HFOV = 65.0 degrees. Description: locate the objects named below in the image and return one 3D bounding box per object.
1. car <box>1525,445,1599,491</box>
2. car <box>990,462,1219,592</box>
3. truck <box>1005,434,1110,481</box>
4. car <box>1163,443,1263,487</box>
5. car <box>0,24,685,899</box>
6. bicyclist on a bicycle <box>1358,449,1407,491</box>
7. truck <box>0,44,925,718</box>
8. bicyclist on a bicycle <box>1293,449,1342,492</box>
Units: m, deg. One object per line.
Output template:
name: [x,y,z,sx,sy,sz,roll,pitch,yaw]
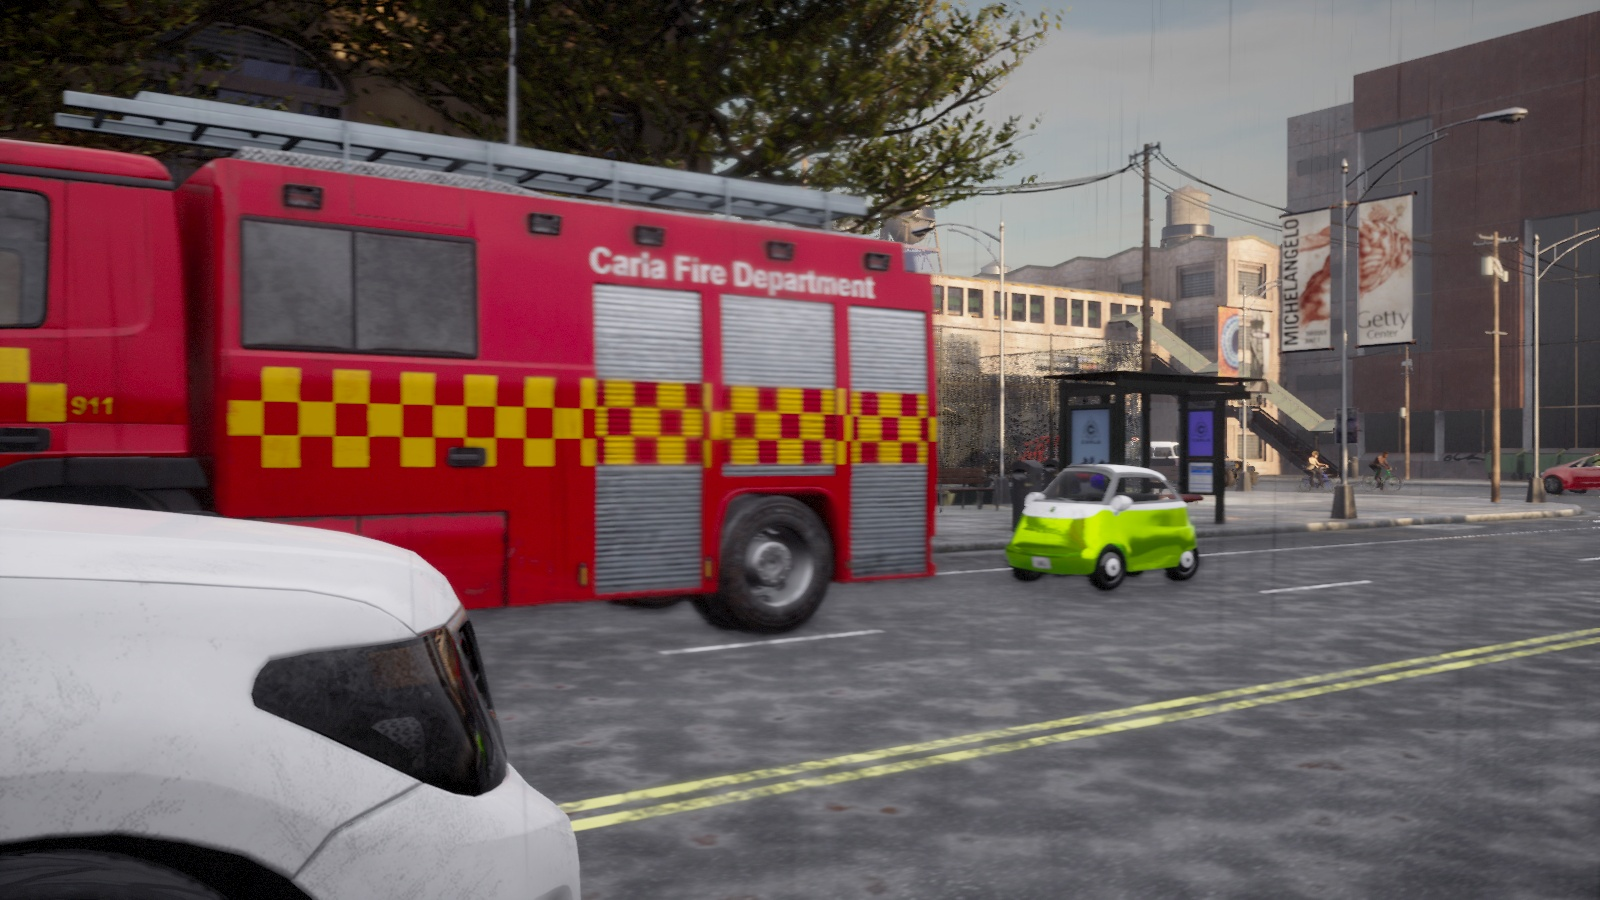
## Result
car: [29.401,0.639,45.788,2.242,1.667,4.611,0,0,-34]
car: [3.536,0.828,14.595,2.207,1.376,1.481,0,0,-34]
truck: [13.974,0.396,68.380,2.627,2.467,5.204,0,0,-34]
car: [18.316,0.639,55.815,1.905,1.878,3.866,0,0,-34]
car: [-3.102,0.474,1.501,5.566,2.045,2.150,0,0,-35]
bicyclist on a bicycle: [22.822,0.770,49.229,0.582,1.620,1.656,0,0,-34]
truck: [-3.205,-0.389,9.824,8.468,3.827,2.891,0,0,-35]
bicyclist on a bicycle: [19.649,0.757,47.697,0.866,1.612,1.509,0,0,-34]
